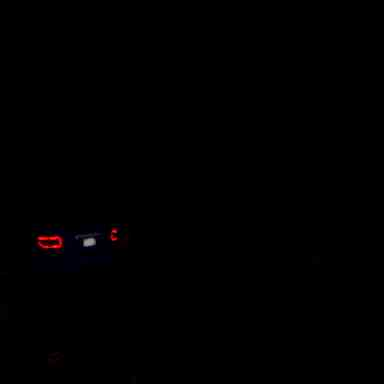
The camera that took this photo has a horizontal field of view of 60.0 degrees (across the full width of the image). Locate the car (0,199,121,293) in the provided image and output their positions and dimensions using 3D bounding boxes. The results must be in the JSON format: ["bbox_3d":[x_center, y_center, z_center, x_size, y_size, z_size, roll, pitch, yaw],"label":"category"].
[{"bbox_3d":[-4.238,1.212,9.198,5.566,2.045,2.150,0,0,43],"label":"car"}]
